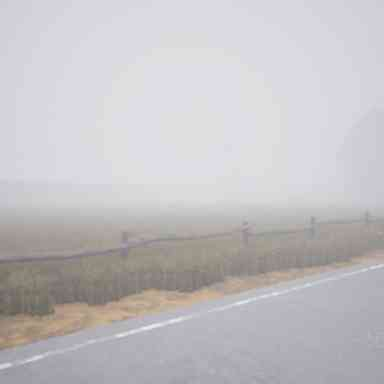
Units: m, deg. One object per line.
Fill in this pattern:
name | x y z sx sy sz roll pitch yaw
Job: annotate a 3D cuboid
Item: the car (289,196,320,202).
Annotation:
car | 17.861 1.439 53.001 1.882 1.535 5.008 0 0 -38
